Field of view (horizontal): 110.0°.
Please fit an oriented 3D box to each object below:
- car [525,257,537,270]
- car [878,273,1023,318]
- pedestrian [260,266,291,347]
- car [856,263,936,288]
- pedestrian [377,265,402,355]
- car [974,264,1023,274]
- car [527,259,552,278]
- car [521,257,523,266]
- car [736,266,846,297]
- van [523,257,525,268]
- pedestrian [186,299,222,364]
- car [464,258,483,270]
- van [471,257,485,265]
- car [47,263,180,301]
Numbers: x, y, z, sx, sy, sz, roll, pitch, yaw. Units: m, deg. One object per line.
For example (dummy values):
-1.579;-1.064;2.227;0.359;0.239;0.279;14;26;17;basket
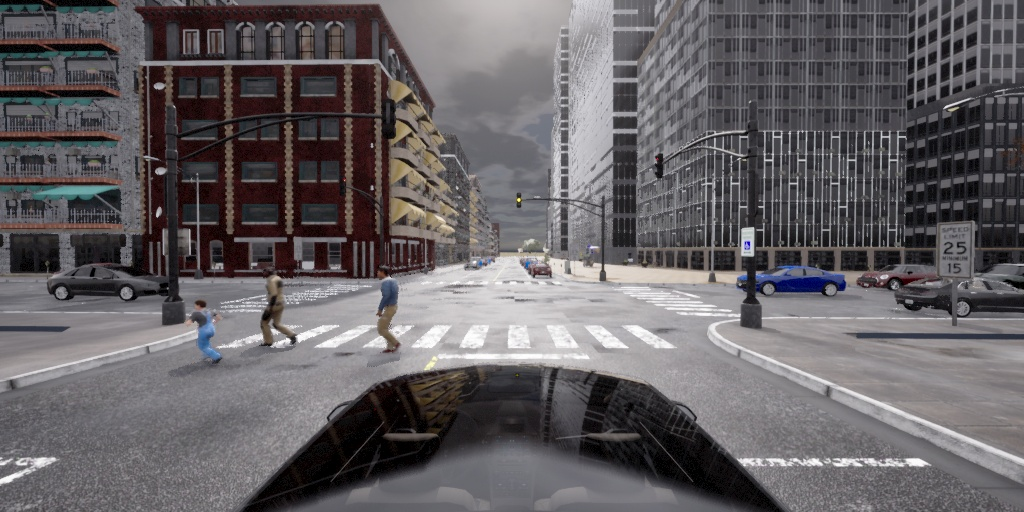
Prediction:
2.736;1.157;39.093;1.967;1.591;4.097;0;0;0;car
16.739;1.445;13.111;4.403;1.370;2.007;0;0;1;car
-5.198;1.042;7.808;0.375;1.860;0.375;-1;1;0;pedestrian
23.416;1.229;21.644;4.097;1.591;1.967;0;0;1;car
-2.470;1.042;7.203;0.375;1.860;0.375;-1;1;0;pedestrian
26.117;1.198;18.866;4.553;1.767;2.097;0;1;1;car
2.724;1.270;33.447;1.888;1.381;4.507;0;0;0;car
2.772;1.237;56.031;1.888;1.381;4.507;0;0;0;car
14.683;1.269;19.056;5.008;1.535;1.882;0;1;2;car
2.760;1.042;50.385;1.690;1.789;3.998;0;0;0;van
-5.626;1.322;6.612;0.375;1.300;0.375;-1;1;0;pedestrian
-5.588;1.267;50.370;1.948;1.339;4.313;0;0;0;car
-5.577;1.033;56.016;1.690;1.789;3.998;0;0;0;van
-18.065;1.196;16.369;4.892;1.490;1.837;0;1;1;car
